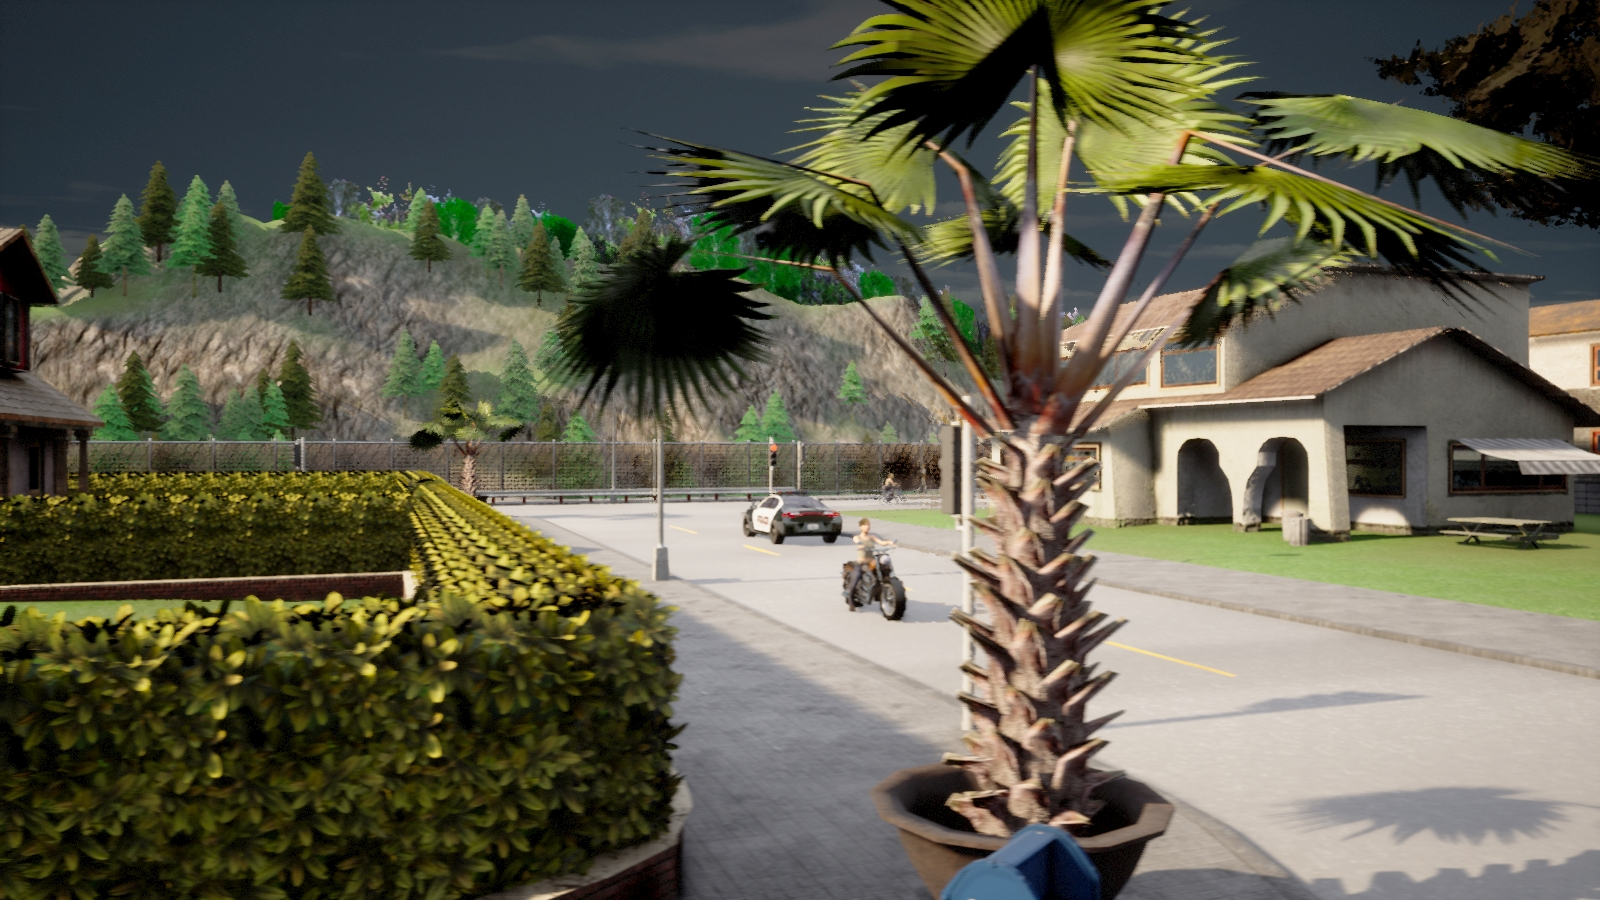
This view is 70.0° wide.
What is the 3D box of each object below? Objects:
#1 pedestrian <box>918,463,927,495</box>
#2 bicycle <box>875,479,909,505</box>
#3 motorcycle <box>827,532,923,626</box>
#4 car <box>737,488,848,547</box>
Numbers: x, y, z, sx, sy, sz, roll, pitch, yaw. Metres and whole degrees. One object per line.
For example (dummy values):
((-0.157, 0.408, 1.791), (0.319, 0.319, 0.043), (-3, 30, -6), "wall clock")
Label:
((7.328, 1.733, 68.263), (0.375, 1.860, 0.375), (0, 0, -19), "pedestrian")
((4.703, 2.148, 58.234), (1.487, 1.276, 0.859), (0, 0, -20), "bicycle")
((1.238, 2.151, 19.510), (0.764, 1.307, 2.356), (0, 0, -20), "motorcycle")
((-0.342, 2.033, 35.541), (2.038, 1.542, 4.974), (0, 0, -18), "car")
